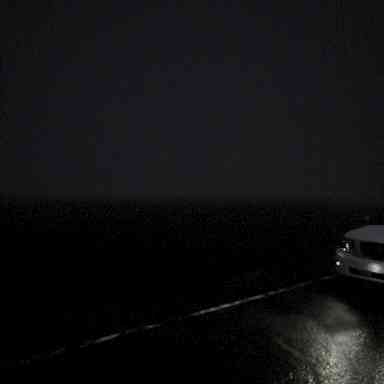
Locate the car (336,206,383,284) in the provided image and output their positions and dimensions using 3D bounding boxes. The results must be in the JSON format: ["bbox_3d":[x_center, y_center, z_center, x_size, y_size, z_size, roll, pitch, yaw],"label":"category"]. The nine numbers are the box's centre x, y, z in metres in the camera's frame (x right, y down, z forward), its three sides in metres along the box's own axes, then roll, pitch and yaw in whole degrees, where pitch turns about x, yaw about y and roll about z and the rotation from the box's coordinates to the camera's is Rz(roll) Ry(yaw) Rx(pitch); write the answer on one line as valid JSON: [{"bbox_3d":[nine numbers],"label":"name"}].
[{"bbox_3d":[5.925,1.176,8.349,5.566,2.045,2.150,0,0,-36],"label":"car"}]
